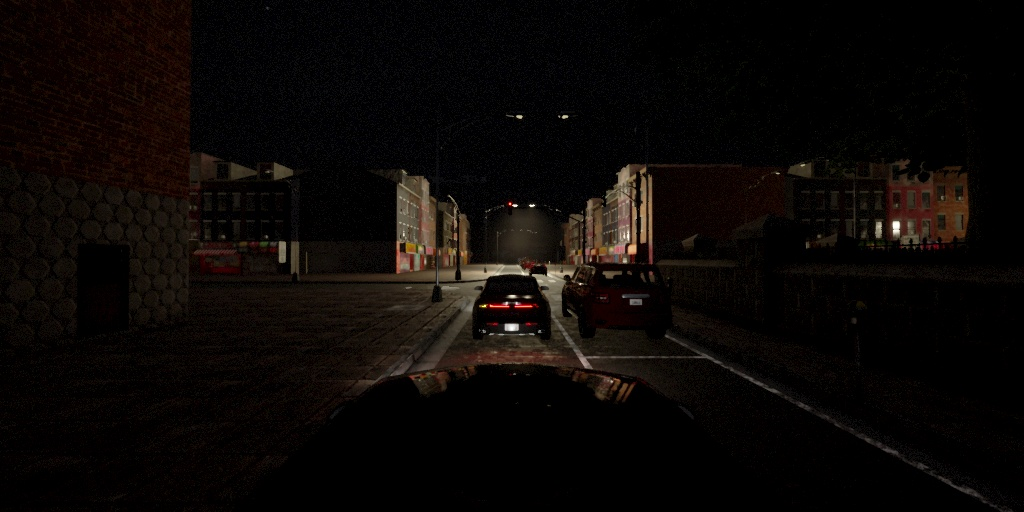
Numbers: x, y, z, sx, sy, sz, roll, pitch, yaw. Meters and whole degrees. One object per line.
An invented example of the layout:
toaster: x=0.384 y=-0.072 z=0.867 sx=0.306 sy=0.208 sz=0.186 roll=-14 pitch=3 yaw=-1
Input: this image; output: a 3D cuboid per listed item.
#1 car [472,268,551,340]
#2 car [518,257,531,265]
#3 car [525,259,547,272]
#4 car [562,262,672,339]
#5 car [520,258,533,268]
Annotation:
car: x=-0.010 y=1.258 z=9.988 sx=1.837 sy=1.490 sz=4.892 roll=0 pitch=0 yaw=0
car: x=2.567 y=1.154 z=58.207 sx=2.192 sy=1.841 sz=5.009 roll=0 pitch=0 yaw=0
car: x=2.595 y=1.332 z=36.458 sx=1.888 sy=1.381 sz=4.507 roll=0 pitch=0 yaw=0
car: x=2.628 y=1.068 z=10.029 sx=2.192 sy=1.841 sz=5.009 roll=0 pitch=0 yaw=0
car: x=2.574 y=1.370 z=52.770 sx=1.888 sy=1.381 sz=4.507 roll=0 pitch=0 yaw=0
